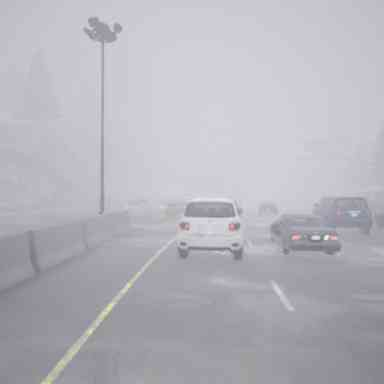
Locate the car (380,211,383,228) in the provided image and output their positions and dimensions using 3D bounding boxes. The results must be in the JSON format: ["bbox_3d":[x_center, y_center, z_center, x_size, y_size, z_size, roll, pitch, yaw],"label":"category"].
[{"bbox_3d":[12.016,1.521,18.781,1.882,1.535,5.008,0,0,8],"label":"car"}]

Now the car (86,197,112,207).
[{"bbox_3d":[-13.776,1.436,49.350,2.128,1.511,4.902,0,0,15],"label":"car"}]

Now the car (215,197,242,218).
[{"bbox_3d":[3.485,1.362,30.785,2.097,1.767,4.553,0,0,12],"label":"car"}]

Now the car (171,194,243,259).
[{"bbox_3d":[0.776,1.223,12.812,2.150,2.045,5.566,0,0,5],"label":"car"}]

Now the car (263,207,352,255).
[{"bbox_3d":[4.321,1.562,13.463,2.033,1.411,5.357,0,0,6],"label":"car"}]

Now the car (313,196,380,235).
[{"bbox_3d":[8.559,1.252,19.463,2.150,2.045,5.566,0,0,8],"label":"car"}]

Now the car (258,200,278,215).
[{"bbox_3d":[7.874,1.552,34.480,1.812,1.442,4.674,0,0,13],"label":"car"}]

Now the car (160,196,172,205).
[{"bbox_3d":[-4.001,1.483,58.323,1.837,1.490,4.892,0,0,16],"label":"car"}]

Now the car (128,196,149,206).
[{"bbox_3d":[-8.750,1.440,54.320,1.882,1.535,5.008,0,0,16],"label":"car"}]
